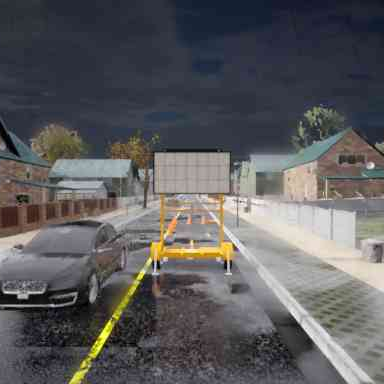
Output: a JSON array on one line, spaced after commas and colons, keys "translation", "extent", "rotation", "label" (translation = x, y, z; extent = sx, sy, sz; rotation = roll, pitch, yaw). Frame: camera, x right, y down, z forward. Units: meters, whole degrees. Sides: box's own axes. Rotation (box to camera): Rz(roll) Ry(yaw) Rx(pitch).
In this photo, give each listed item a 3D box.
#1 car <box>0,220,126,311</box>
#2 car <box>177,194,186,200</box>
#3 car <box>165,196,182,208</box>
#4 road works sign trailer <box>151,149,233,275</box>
[{"translation": [-2.851, 1.507, 8.036], "extent": [1.837, 1.490, 4.892], "rotation": [0, 0, 0], "label": "car"}, {"translation": [-2.758, 1.199, 90.238], "extent": [2.150, 2.045, 5.566], "rotation": [0, 0, 0], "label": "car"}, {"translation": [-2.853, 1.602, 49.066], "extent": [1.895, 1.301, 4.718], "rotation": [0, 0, 0], "label": "car"}, {"translation": [-0.001, 0.467, 10.427], "extent": [2.380, 3.560, 2.880], "rotation": [0, 0, 0], "label": "road works sign trailer"}]
